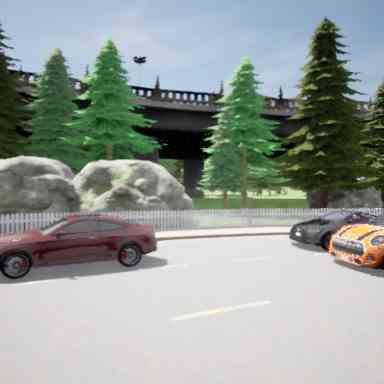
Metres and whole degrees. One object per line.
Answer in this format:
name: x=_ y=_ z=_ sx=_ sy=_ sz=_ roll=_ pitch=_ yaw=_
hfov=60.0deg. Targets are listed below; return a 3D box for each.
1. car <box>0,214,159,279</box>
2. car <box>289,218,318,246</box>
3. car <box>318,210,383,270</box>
car: x=-3.255 y=1.369 z=9.489 sx=4.674 sy=1.442 sz=1.812 roll=0 pitch=1 yaw=-28
car: x=6.007 y=1.433 z=13.025 sx=4.181 sy=1.385 sz=1.994 roll=0 pitch=1 yaw=-11
car: x=6.484 y=1.266 z=9.891 sx=4.553 sy=1.767 sz=2.097 roll=0 pitch=1 yaw=-14
